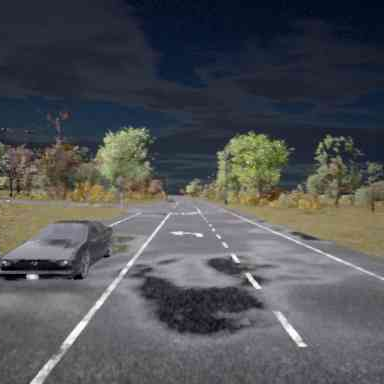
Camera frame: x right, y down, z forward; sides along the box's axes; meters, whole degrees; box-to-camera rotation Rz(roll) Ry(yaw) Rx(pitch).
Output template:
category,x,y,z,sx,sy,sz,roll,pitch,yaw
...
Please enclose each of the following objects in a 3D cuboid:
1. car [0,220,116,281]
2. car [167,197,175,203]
category,x,y,z,sx,sy,sz,roll,pitch,yaw
car,-3.712,1.592,10.317,2.033,1.411,5.357,0,0,-1
car,-5.213,1.950,83.252,1.837,1.490,4.892,0,0,-2
